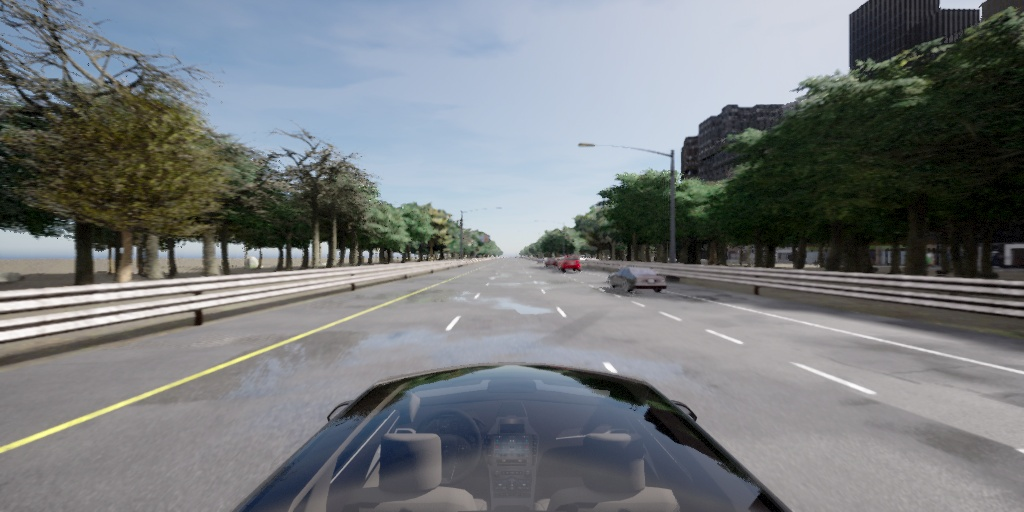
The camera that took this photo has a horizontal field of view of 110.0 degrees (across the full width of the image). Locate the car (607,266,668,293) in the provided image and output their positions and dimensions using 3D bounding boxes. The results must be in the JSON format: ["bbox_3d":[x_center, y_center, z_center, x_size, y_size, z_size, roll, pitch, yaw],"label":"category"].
[{"bbox_3d":[7.017,1.296,20.592,2.033,1.411,5.357,0,0,0],"label":"car"}]

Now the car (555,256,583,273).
[{"bbox_3d":[7.063,0.968,44.559,2.150,2.045,5.566,0,0,0],"label":"car"}]
